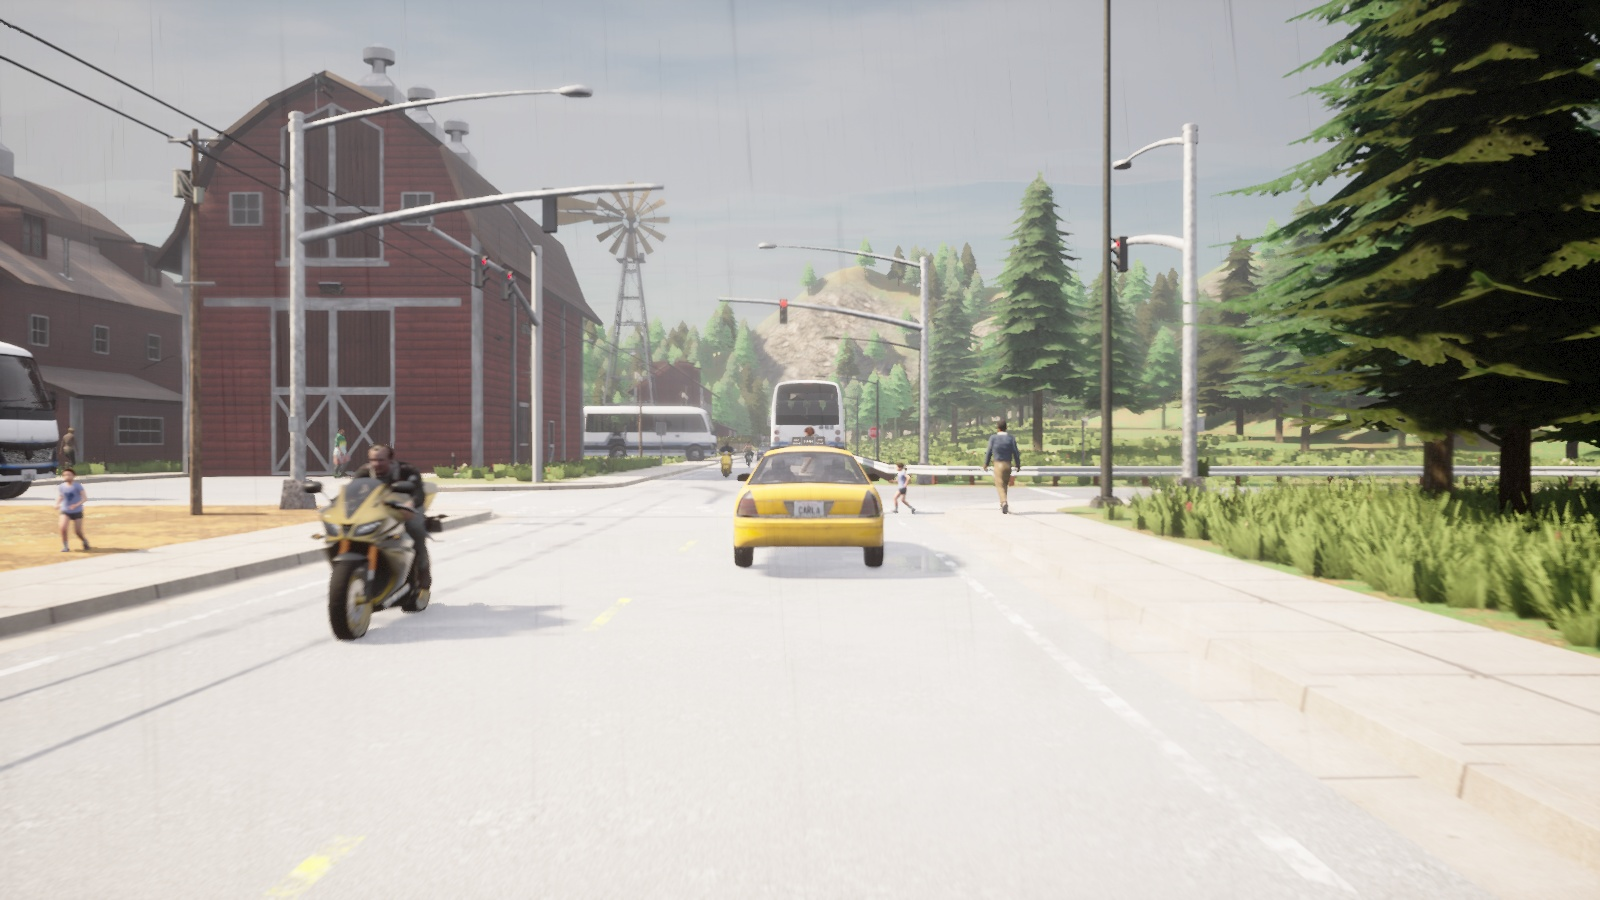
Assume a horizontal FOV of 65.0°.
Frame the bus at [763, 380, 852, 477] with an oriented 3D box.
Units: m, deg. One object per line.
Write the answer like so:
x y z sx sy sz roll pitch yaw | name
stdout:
0.359 -0.969 60.275 3.944 4.253 10.273 0 0 0 | bus

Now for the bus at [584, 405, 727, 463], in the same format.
-10.750 -1.171 94.378 10.273 4.253 3.944 0 0 -1 | bus

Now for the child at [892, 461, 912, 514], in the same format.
2.116 0.776 26.077 0.394 1.110 0.255 0 0 3 | child

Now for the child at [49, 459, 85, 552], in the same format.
-8.888 0.667 15.230 0.255 1.110 0.394 0 0 -12 | child

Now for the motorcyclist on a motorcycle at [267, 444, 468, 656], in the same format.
-3.427 0.721 10.202 0.866 1.530 2.191 0 0 0 | motorcyclist on a motorcycle

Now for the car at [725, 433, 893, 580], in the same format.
0.108 0.594 16.162 1.801 1.575 5.366 0 0 0 | car

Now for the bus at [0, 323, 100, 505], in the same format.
-23.725 -0.856 31.326 10.273 4.253 3.944 0 1 -1 | bus

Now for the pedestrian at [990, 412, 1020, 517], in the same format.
3.845 0.272 23.633 0.423 1.949 0.788 0 0 -1 | pedestrian

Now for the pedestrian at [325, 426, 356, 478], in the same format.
-17.290 0.083 47.260 0.873 1.952 0.659 0 0 12 | pedestrian

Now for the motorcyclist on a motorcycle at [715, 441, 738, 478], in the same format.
-3.177 0.392 54.128 0.866 1.590 1.817 0 0 0 | motorcyclist on a motorcycle

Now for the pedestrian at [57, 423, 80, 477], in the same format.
-25.348 -0.008 43.527 0.331 1.846 0.634 0 0 11 | pedestrian
